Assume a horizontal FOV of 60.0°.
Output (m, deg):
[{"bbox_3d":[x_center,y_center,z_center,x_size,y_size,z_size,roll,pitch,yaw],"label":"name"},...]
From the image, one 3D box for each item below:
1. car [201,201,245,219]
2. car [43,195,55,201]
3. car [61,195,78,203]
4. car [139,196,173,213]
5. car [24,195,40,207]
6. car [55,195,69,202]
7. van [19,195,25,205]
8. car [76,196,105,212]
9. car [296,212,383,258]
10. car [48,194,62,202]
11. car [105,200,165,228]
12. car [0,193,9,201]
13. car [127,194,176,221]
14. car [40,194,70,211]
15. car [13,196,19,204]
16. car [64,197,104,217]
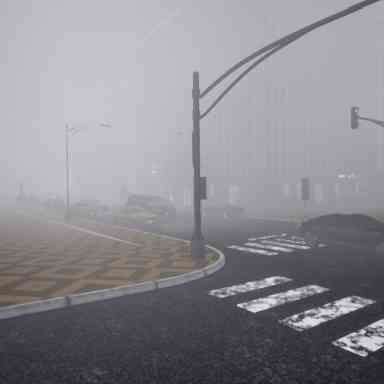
[{"bbox_3d":[2.503,1.455,27.705,2.008,1.369,4.403,-1,1,-36],"label":"car"},{"bbox_3d":[-33.321,1.332,77.443,1.752,1.417,4.829,-1,1,-36],"label":"car"},{"bbox_3d":[-23.507,1.386,63.758,2.008,1.369,4.403,-1,1,-36],"label":"car"},{"bbox_3d":[-4.033,1.329,36.696,1.967,1.590,4.097,-1,1,-36],"label":"car"},{"bbox_3d":[-23.435,1.411,50.133,1.967,1.590,4.097,-1,1,-36],"label":"car"},{"bbox_3d":[-26.745,1.408,68.274,1.802,1.307,4.206,-1,1,-36],"label":"car"},{"bbox_3d":[-26.675,1.303,54.648,1.690,1.788,3.998,-1,1,-36],"label":"van"},{"bbox_3d":[-11.245,1.507,37.536,2.033,1.411,5.357,-1,1,-36],"label":"car"},{"bbox_3d":[6.331,1.534,13.039,1.812,1.442,4.674,0,0,-36],"label":"car"},{"bbox_3d":[-29.984,1.256,72.789,1.967,1.590,4.097,-1,1,-36],"label":"car"},{"bbox_3d":[-4.012,1.552,22.824,1.752,1.417,4.829,-1,1,-36],"label":"car"},{"bbox_3d":[-46.102,1.450,81.746,1.887,1.381,4.507,-1,1,-36],"label":"car"},{"bbox_3d":[-3.464,1.224,26.675,2.150,2.045,5.566,-1,1,-36],"label":"car"},{"bbox_3d":[-16.959,1.429,41.101,1.967,1.590,4.097,-1,1,-36],"label":"car"},{"bbox_3d":[-33.149,1.494,63.682,2.008,1.369,4.403,-1,1,-36],"label":"car"},{"bbox_3d":[-10.432,1.533,31.899,1.752,1.417,4.829,-1,1,-36],"label":"car"}]
